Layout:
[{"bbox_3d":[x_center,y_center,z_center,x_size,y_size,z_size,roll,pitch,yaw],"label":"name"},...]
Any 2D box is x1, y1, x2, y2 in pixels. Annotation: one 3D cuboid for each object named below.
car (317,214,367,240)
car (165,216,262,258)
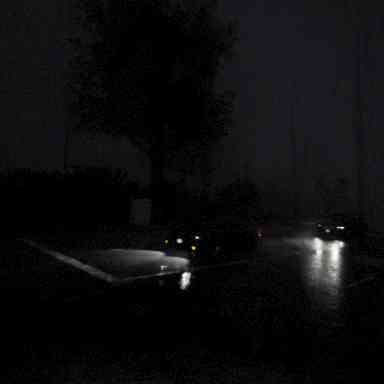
[{"bbox_3d":[10.129,2.247,22.294,2.128,1.511,4.902,4,0,45],"label":"car"},{"bbox_3d":[0.983,1.671,13.309,4.181,1.385,1.994,4,0,-44],"label":"car"}]
